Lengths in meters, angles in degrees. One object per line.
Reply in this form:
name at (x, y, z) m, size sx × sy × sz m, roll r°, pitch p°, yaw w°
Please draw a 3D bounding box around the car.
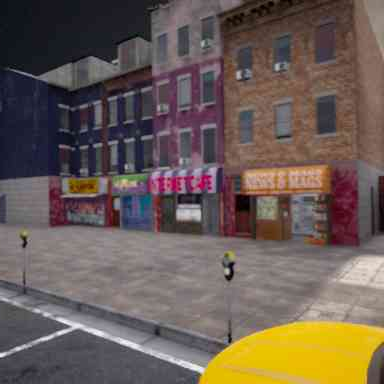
car at (2.294, 1.465, 1.640) m, size 5.008 × 1.535 × 1.882 m, roll -1°, pitch 0°, yaw 35°
